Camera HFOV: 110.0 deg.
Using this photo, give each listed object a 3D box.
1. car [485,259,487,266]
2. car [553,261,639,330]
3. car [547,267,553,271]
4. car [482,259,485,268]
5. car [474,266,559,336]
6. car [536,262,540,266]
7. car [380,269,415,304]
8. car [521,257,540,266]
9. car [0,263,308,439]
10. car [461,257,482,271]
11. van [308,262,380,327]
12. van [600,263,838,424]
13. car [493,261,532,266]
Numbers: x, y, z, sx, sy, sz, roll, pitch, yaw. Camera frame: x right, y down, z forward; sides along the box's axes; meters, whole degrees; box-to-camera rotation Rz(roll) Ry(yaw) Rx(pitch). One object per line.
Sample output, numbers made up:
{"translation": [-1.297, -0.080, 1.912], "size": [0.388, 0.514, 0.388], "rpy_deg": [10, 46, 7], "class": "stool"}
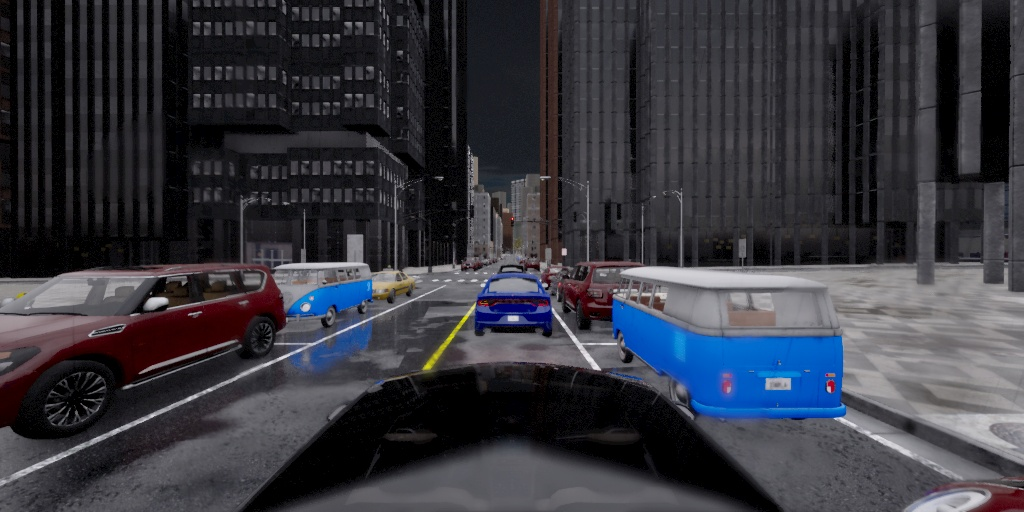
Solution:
{"translation": [-5.764, 1.348, 60.483], "size": [1.948, 1.339, 4.313], "rpy_deg": [0, 0, 0], "class": "car"}
{"translation": [2.765, 1.064, 11.097], "size": [2.192, 1.841, 5.009], "rpy_deg": [0, 0, 0], "class": "car"}
{"translation": [2.764, 1.301, 16.622], "size": [2.007, 1.370, 4.403], "rpy_deg": [0, 0, 0], "class": "car"}
{"translation": [-5.764, 1.090, 54.840], "size": [2.192, 1.841, 5.009], "rpy_deg": [0, 0, 0], "class": "car"}
{"translation": [0.058, 1.228, 10.385], "size": [1.882, 1.535, 5.008], "rpy_deg": [0, 0, 1], "class": "car"}
{"translation": [2.763, 1.297, 22.147], "size": [1.888, 1.381, 4.507], "rpy_deg": [0, 0, 0], "class": "car"}
{"translation": [-5.764, 1.276, 16.463], "size": [1.751, 1.417, 4.829], "rpy_deg": [0, 0, 0], "class": "car"}
{"translation": [2.762, 1.084, 49.188], "size": [2.192, 1.841, 5.009], "rpy_deg": [0, 0, 0], "class": "car"}
{"translation": [-5.765, 1.064, 5.584], "size": [2.192, 1.841, 5.009], "rpy_deg": [0, 0, 0], "class": "car"}
{"translation": [-5.764, 1.084, 49.197], "size": [2.192, 1.841, 5.009], "rpy_deg": [0, 0, 0], "class": "car"}
{"translation": [-5.765, 1.091, 11.109], "size": [1.690, 1.789, 3.998], "rpy_deg": [0, 0, 0], "class": "van"}
{"translation": [2.767, 1.091, 5.571], "size": [1.690, 1.789, 3.998], "rpy_deg": [0, 0, 0], "class": "van"}
{"translation": [0.000, 1.257, 20.756], "size": [1.837, 1.490, 4.892], "rpy_deg": [0, 0, 0], "class": "car"}
